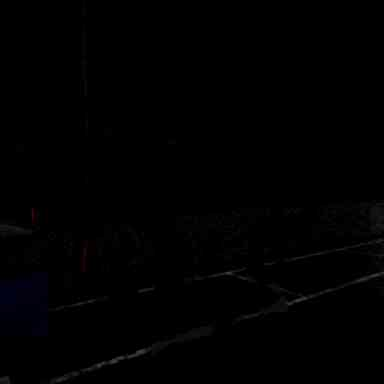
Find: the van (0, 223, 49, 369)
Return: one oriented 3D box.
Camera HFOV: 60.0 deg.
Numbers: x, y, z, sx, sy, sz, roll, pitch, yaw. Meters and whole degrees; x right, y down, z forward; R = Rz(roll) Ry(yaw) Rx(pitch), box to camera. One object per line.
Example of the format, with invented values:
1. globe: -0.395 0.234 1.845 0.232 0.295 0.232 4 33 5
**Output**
1. van: -3.837 1.356 3.924 3.998 1.788 1.690 -1 0 -36
